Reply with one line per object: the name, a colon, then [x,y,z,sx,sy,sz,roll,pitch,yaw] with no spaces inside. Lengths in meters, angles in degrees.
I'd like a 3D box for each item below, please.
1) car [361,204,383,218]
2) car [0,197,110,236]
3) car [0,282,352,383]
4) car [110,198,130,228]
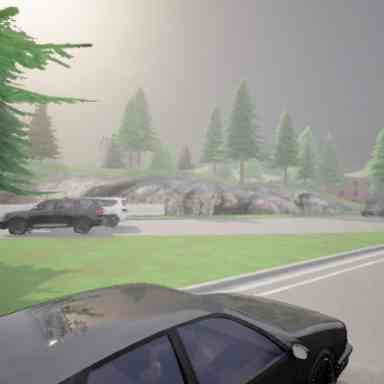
car: [19.704,1.980,34.817,4.181,1.385,1.994,1,-1,-26]
car: [-7.752,1.347,19.018,5.566,2.045,2.150,0,0,-11]
car: [-0.457,1.570,2.742,2.033,1.411,5.357,0,-1,43]
car: [-7.052,1.391,22.720,5.566,2.045,2.150,1,-1,-10]
